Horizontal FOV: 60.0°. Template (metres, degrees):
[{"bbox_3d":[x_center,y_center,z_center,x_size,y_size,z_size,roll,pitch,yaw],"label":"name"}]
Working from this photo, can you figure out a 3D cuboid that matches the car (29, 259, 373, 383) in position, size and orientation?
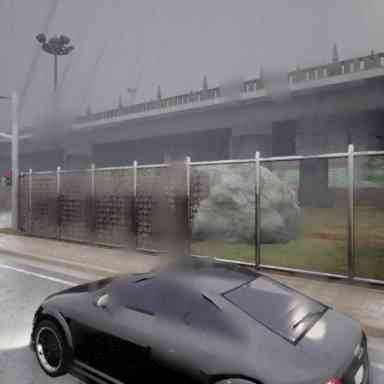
[{"bbox_3d":[-0.155,1.564,4.101,4.181,1.385,1.994,0,0,36],"label":"car"}]
